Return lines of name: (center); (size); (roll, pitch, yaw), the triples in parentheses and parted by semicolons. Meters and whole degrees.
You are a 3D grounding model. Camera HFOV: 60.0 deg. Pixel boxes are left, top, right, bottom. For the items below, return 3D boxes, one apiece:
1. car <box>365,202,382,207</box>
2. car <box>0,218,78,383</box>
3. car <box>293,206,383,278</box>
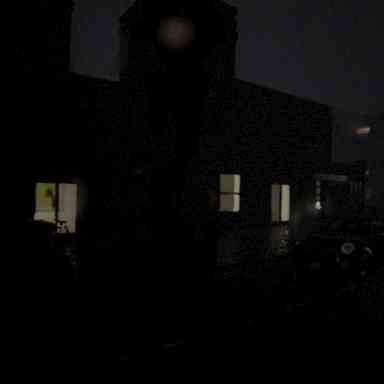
car: (18.213, 1.542, 36.282); (1.887, 1.381, 4.507); (1, -1, -35)
car: (-3.890, 1.317, 3.762); (5.009, 1.841, 2.192); (0, 1, -35)
car: (4.911, 1.421, 10.047); (4.097, 1.590, 1.967); (0, 1, -35)
